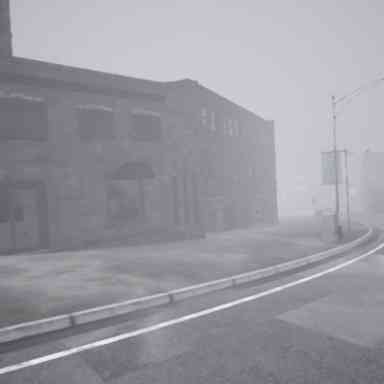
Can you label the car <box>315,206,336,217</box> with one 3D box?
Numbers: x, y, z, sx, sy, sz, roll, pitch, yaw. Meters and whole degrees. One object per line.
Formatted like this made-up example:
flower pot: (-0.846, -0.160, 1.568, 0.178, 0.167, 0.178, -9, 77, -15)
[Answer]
car: (22.024, 3.179, 54.967, 2.097, 1.767, 4.553, -3, -3, 2)
